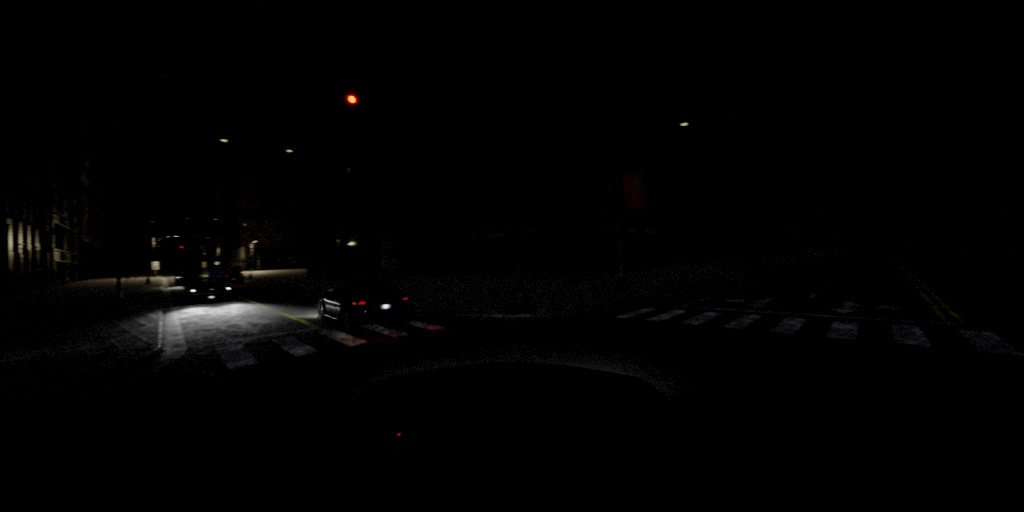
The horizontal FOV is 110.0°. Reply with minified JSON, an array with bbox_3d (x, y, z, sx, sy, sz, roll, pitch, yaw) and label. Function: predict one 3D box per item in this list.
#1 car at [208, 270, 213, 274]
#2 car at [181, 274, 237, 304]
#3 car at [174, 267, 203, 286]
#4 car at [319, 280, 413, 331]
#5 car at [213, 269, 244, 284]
[{"bbox_3d":[-36.327,2.392,44.434,1.882,1.535,5.008,-2,0,-44],"label":"car"},{"bbox_3d":[-17.446,1.909,20.552,1.895,1.301,4.718,-2,0,-44],"label":"car"},{"bbox_3d":[-33.832,2.177,37.534,2.097,1.767,4.553,-2,0,-44],"label":"car"},{"bbox_3d":[-5.016,1.492,12.045,1.994,1.385,4.181,-1,0,-41],"label":"car"},{"bbox_3d":[-29.274,2.169,37.238,1.882,1.535,5.008,-2,0,-44],"label":"car"}]
